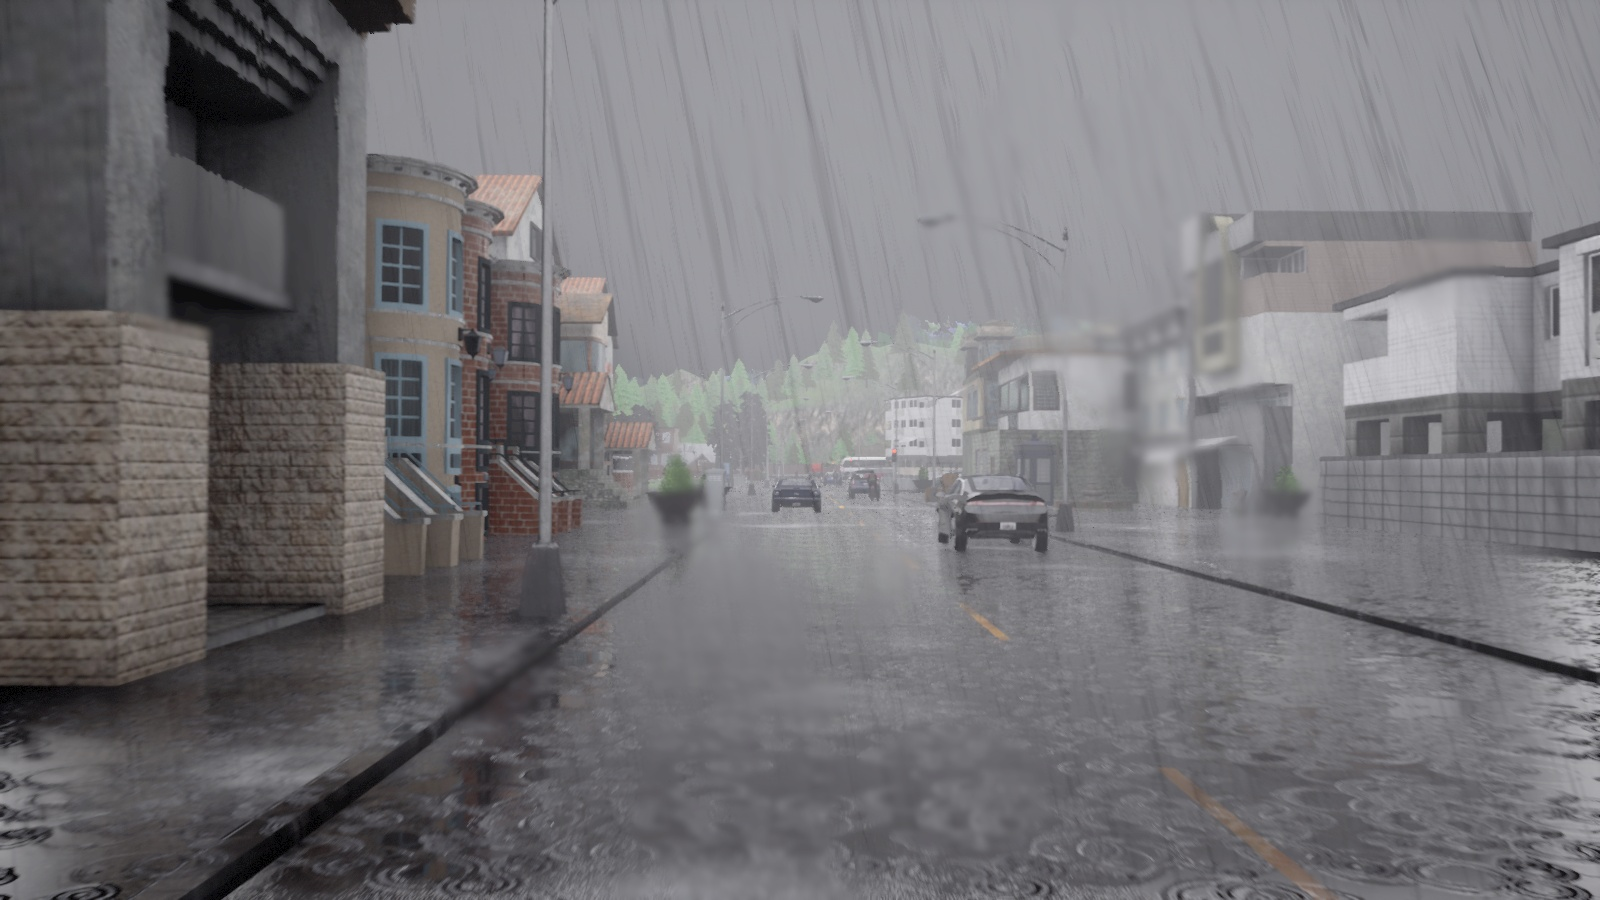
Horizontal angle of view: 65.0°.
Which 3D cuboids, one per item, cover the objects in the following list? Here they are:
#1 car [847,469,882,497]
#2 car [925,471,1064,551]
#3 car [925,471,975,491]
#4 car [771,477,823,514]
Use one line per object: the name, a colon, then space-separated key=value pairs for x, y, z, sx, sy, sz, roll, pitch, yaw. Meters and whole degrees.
car: x=3.808 y=1.946 z=74.546 sx=1.851 sy=1.617 sz=3.988 roll=0 pitch=-1 yaw=0
car: x=3.935 y=1.195 z=26.293 sx=2.128 sy=1.511 sz=4.902 roll=0 pitch=-1 yaw=0
car: x=11.645 y=2.380 z=97.587 sx=3.705 sy=1.549 sz=1.789 roll=0 pitch=-1 yaw=1
car: x=-0.119 y=1.732 z=48.745 sx=1.895 sy=1.301 sz=4.718 roll=0 pitch=-1 yaw=0
